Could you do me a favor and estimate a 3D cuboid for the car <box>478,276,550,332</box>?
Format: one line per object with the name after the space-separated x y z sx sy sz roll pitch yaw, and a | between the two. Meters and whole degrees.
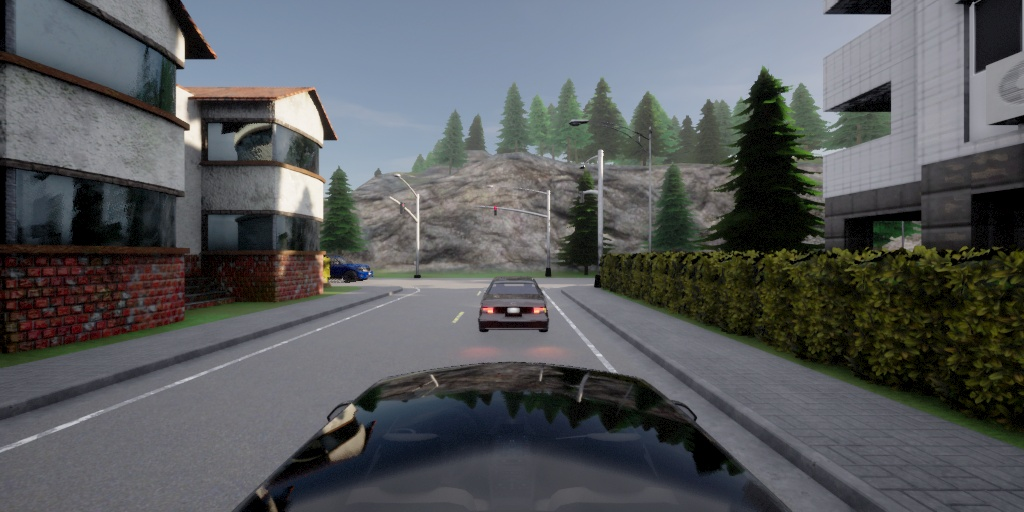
0.055 1.297 10.768 2.033 1.411 5.357 0 0 1 | car

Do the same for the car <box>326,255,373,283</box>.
-13.431 0.972 26.918 5.566 2.045 2.150 0 0 0 | car
